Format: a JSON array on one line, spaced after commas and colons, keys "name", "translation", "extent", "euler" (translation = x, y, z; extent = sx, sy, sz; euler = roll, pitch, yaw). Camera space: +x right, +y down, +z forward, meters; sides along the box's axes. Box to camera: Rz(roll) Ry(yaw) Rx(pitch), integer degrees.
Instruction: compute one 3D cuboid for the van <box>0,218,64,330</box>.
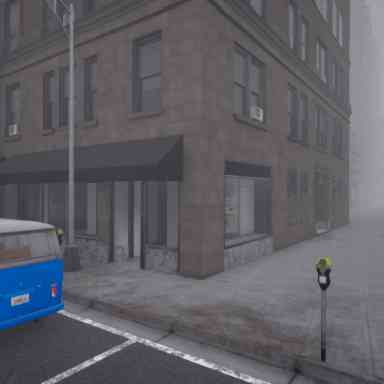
[{"name": "van", "translation": [-4.024, 1.340, 5.949], "extent": [3.998, 1.788, 1.690], "euler": [0, 0, 36]}]
